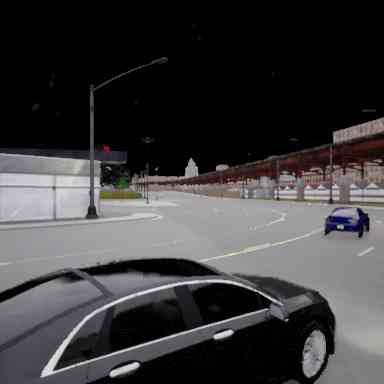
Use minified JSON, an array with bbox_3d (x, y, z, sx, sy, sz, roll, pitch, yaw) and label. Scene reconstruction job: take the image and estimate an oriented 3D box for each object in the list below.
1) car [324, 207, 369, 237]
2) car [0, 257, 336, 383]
[{"bbox_3d":[8.467,1.525,18.098,1.812,1.442,4.674,0,0,33],"label":"car"},{"bbox_3d":[-0.291,1.507,3.676,4.892,1.490,1.837,-1,1,-38],"label":"car"}]
